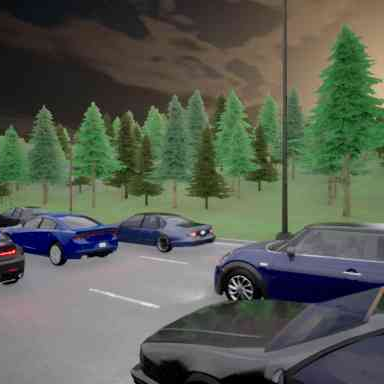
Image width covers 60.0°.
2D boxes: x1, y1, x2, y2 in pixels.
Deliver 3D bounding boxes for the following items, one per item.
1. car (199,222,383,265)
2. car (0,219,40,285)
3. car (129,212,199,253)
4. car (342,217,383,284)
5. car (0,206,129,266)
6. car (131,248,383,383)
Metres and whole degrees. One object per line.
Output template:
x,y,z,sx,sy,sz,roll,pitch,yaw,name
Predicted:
2.657,1.352,6.359,4.553,1.767,2.097,0,0,36,car
-6.053,1.504,8.270,4.892,1.490,1.837,0,0,36,car
-1.639,1.547,13.740,5.357,1.411,2.033,0,0,35,car
6.431,1.505,7.976,4.892,1.490,1.837,0,0,36,car
-4.765,1.477,11.670,5.008,1.535,1.882,0,0,35,car
1.982,1.547,2.524,5.357,1.411,2.033,0,0,36,car
